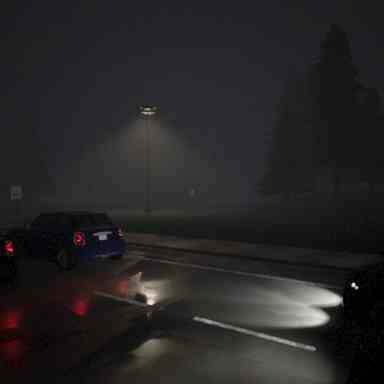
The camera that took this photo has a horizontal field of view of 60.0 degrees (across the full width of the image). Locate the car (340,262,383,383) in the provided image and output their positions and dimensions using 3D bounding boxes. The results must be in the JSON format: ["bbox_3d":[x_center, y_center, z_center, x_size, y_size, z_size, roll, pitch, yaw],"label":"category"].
[{"bbox_3d":[3.375,1.493,1.579,4.892,1.490,1.837,0,0,36],"label":"car"}]

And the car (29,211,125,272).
[{"bbox_3d":[-4.442,1.419,11.341,4.553,1.767,2.097,-1,0,35],"label":"car"}]

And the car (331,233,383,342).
[{"bbox_3d":[4.554,1.558,5.040,4.181,1.385,1.994,0,0,35],"label":"car"}]

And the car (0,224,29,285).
[{"bbox_3d":[-6.467,1.419,8.487,4.553,1.767,2.097,-1,0,35],"label":"car"}]
